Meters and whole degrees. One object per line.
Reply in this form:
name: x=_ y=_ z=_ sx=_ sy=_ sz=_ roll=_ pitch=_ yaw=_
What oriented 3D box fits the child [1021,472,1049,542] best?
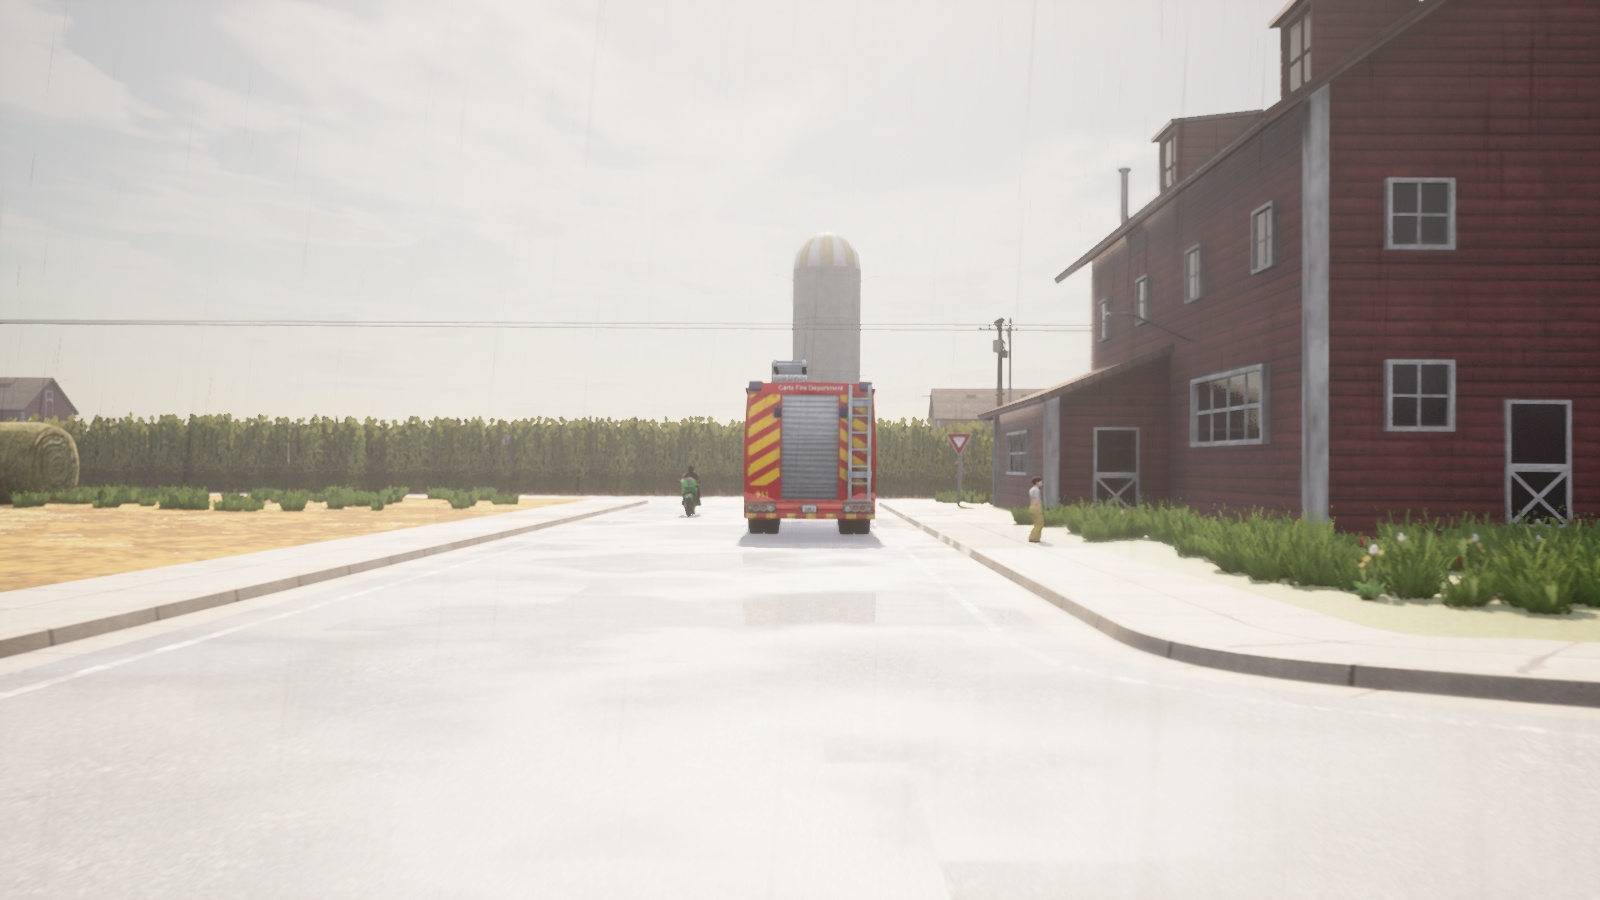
child: x=4.294 y=1.044 z=22.926 sx=0.437 sy=1.263 sz=0.270 roll=1 pitch=-1 yaw=-4

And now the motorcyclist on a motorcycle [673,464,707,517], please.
motorcyclist on a motorcycle: x=-3.244 y=1.183 z=37.122 sx=0.797 sy=1.523 sz=2.044 roll=1 pitch=-1 yaw=0

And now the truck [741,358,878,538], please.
truck: x=0.229 y=-0.003 z=31.098 sx=2.891 sy=3.827 sz=8.468 roll=1 pitch=-1 yaw=0
